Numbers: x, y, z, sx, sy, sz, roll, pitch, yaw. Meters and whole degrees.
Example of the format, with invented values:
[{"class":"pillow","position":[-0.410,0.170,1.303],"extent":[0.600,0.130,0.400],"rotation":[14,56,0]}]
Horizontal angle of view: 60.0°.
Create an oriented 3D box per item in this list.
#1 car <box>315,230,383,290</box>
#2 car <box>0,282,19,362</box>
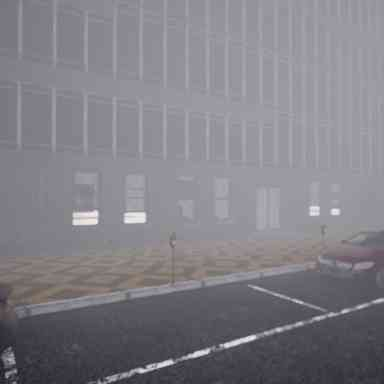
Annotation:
[{"class":"car","position":[5.367,1.767,9.492],"extent":[4.206,1.307,1.802],"rotation":[1,-1,-32]},{"class":"car","position":[-4.306,1.607,3.491],"extent":[4.403,1.369,2.008],"rotation":[1,-1,-32]}]
